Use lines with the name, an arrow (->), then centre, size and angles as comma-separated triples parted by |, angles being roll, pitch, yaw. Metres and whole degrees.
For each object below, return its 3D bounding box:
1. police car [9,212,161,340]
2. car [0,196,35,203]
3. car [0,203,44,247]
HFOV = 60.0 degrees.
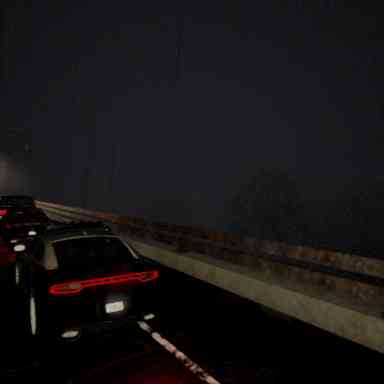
police car -> -2.456, 1.422, 6.892 | 1.930, 1.638, 5.238 | 0, 0, -32
car -> -10.858, 1.235, 20.413 | 2.150, 2.045, 5.566 | 0, 0, -32
car -> -7.675, 1.485, 15.292 | 1.882, 1.535, 5.008 | 0, 0, -32
